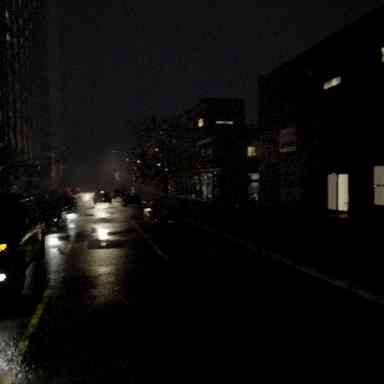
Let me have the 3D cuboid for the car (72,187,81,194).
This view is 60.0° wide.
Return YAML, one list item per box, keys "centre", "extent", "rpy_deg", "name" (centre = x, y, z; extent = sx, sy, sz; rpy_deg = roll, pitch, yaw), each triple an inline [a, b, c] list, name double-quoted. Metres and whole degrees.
- centre: [-29.219, -0.378, 84.446]
  extent: [1.752, 1.417, 4.829]
  rpy_deg: [-3, 2, -16]
  name: "car"

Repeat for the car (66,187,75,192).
- centre: [-20.284, 0.198, 52.643]
  extent: [2.192, 1.841, 5.009]
  rpy_deg: [-3, 2, -16]
  name: "car"

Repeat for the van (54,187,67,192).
- centre: [-17.287, 0.488, 41.990]
  extent: [1.690, 1.788, 3.998]
  rpy_deg: [-3, 2, -16]
  name: "van"

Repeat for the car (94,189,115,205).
- centre: [-10.189, 0.670, 38.055]
  extent: [1.994, 1.385, 4.181]
  rpy_deg: [-2, 2, -15]
  name: "car"

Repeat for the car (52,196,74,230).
- centre: [-7.911, 1.217, 18.290]
  extent: [2.033, 1.411, 5.357]
  rpy_deg: [-2, 2, -16]
  name: "car"

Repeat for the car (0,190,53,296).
- centre: [-5.147, 1.134, 8.415]
  extent: [2.150, 2.045, 5.566]
  rpy_deg: [-2, 2, -16]
  name: "car"

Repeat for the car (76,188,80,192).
- centre: [-24.770, 0.033, 68.631]
  extent: [1.887, 1.381, 4.507]
  rpy_deg: [-3, 2, -16]
  name: "car"

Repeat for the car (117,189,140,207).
- centre: [-6.005, 0.721, 32.893]
  extent: [2.008, 1.369, 4.403]
  rpy_deg: [-3, 2, -16]
  name: "car"

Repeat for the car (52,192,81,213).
- centre: [-10.619, 0.993, 27.994]
  extent: [1.994, 1.385, 4.181]
  rpy_deg: [-2, 2, -15]
  name: "car"

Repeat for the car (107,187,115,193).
- centre: [-21.195, -0.597, 86.861]
  extent: [1.947, 1.339, 4.313]
  rpy_deg: [-3, 2, -16]
  name: "car"

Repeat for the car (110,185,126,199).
- centre: [-10.718, 0.074, 49.569]
  extent: [2.192, 1.841, 5.009]
  rpy_deg: [-3, 2, -16]
  name: "car"

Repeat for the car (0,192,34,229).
- centre: [-11.197, 1.008, 19.956]
  extent: [2.192, 1.841, 5.009]
  rpy_deg: [-3, 2, -16]
  name: "car"

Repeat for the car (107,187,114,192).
- centre: [-22.692, -0.713, 92.188]
  extent: [1.802, 1.307, 4.206]
  rpy_deg: [-3, 2, -16]
  name: "car"

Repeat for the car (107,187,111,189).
- centre: [-12.908, 0.399, 47.509]
  extent: [1.812, 1.442, 4.674]
  rpy_deg: [-2, 2, -16]
  name: "car"

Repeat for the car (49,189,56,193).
- centre: [-14.101, 0.868, 30.637]
  extent: [1.967, 1.590, 4.097]
  rpy_deg: [-3, 2, -16]
  name: "car"

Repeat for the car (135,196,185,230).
- centre: [-1.597, 1.094, 17.654]
  extent: [2.008, 1.369, 4.403]
  rpy_deg: [-3, 2, -16]
  name: "car"

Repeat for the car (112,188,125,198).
- centre: [-12.254, 0.148, 55.066]
  extent: [1.752, 1.417, 4.829]
  rpy_deg: [-3, 2, -16]
  name: "car"
